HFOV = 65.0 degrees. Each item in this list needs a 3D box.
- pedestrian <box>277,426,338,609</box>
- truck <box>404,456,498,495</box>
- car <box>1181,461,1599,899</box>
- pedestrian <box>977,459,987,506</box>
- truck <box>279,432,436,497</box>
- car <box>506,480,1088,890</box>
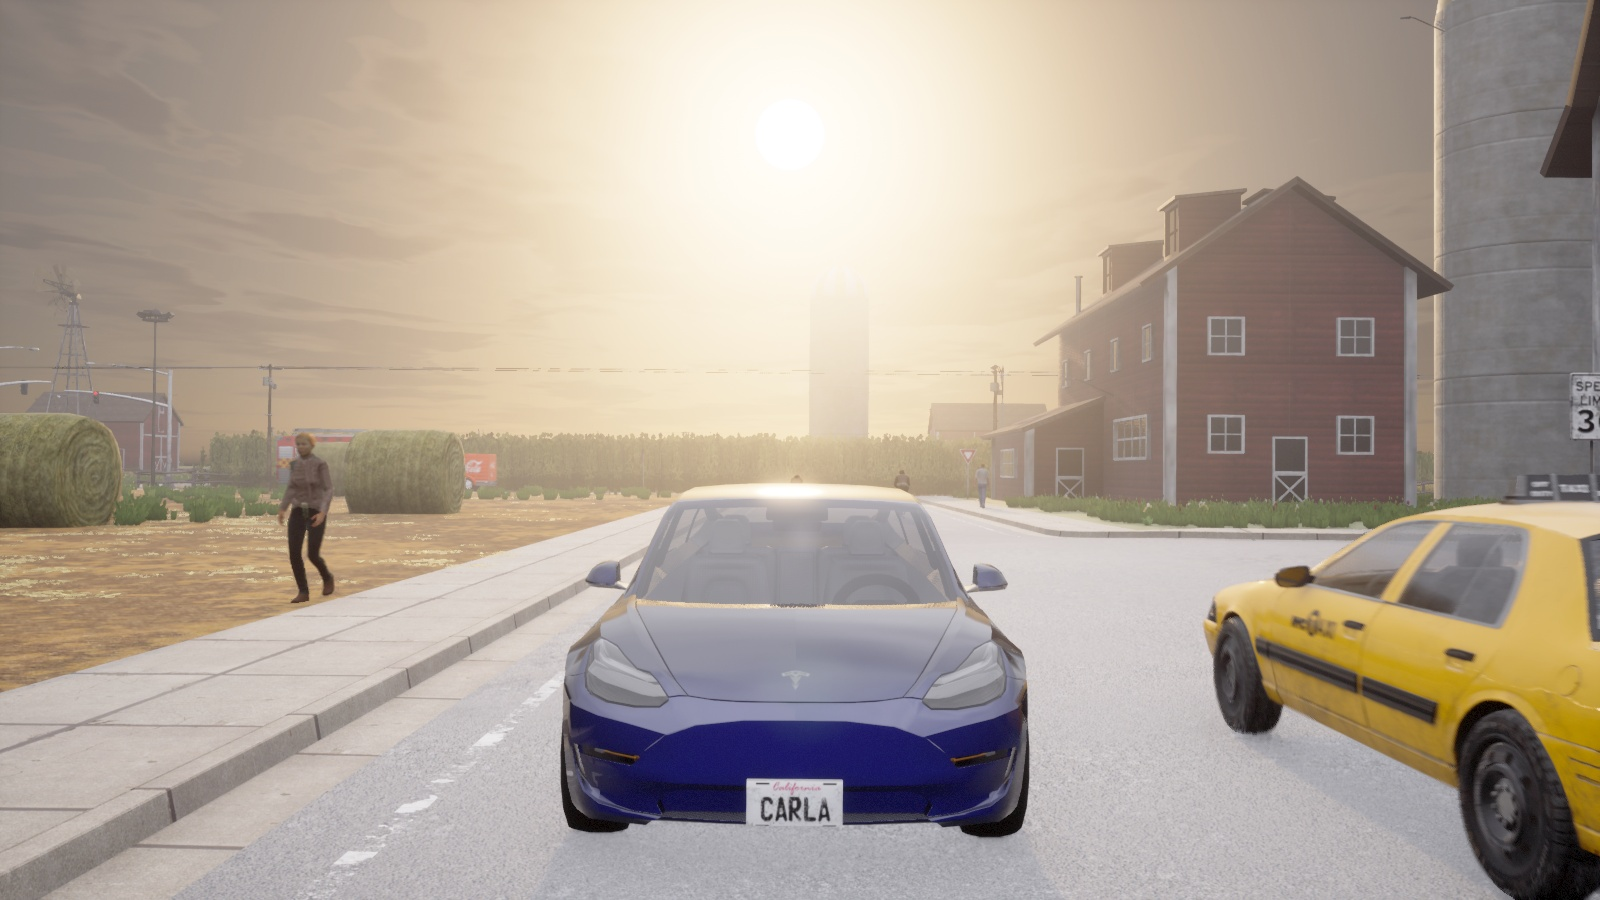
[{"bbox_3d":[-5.098,0.684,13.028,0.331,1.846,0.634,0,-1,5],"label":"pedestrian"},{"bbox_3d":[-22.077,1.621,79.661,5.204,2.467,2.627,0,-1,1],"label":"truck"},{"bbox_3d":[3.489,0.852,5.828,1.801,1.575,5.366,0,-1,0],"label":"car"},{"bbox_3d":[7.077,1.261,48.779,0.354,1.836,0.706,0,-1,5],"label":"pedestrian"},{"bbox_3d":[-26.786,0.886,76.230,8.468,3.827,2.891,0,-1,1],"label":"truck"},{"bbox_3d":[-0.013,0.931,7.078,2.163,1.488,4.792,0,-1,0],"label":"car"}]
